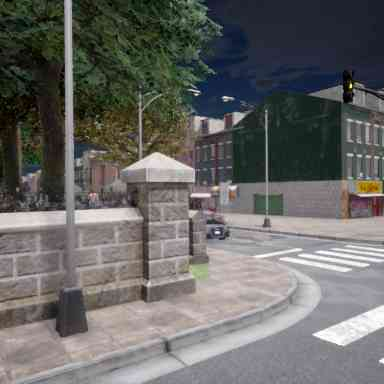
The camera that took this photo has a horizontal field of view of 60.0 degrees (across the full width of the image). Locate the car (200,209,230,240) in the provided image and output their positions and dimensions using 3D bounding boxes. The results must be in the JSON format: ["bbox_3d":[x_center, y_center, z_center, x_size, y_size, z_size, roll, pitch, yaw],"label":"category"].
[{"bbox_3d":[0.047,1.776,17.416,1.994,1.385,4.181,-1,0,-36],"label":"car"}]
